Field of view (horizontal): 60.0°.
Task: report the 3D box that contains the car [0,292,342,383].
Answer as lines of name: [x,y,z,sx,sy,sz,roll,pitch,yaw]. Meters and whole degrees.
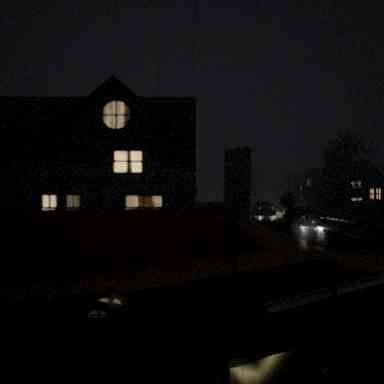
car: [-1.296,1.544,2.088,5.357,1.411,2.033,-1,0,-33]

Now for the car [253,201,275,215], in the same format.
car: [9.116,2.000,42.288,2.097,1.767,4.553,0,-1,1]

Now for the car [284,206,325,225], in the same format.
car: [8.932,1.861,27.035,2.033,1.411,5.357,0,-1,1]
